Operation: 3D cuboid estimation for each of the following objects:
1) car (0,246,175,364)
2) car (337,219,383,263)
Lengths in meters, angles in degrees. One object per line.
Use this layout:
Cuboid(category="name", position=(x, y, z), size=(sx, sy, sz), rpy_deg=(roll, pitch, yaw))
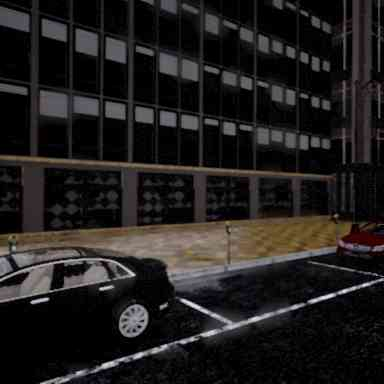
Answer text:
Cuboid(category="car", position=(-2.344, 1.553, 4.884), size=(4.403, 1.369, 2.008), rpy_deg=(0, 0, -35))
Cuboid(category="car", position=(6.676, 1.613, 11.317), size=(4.206, 1.307, 1.802), rpy_deg=(0, 0, -36))
